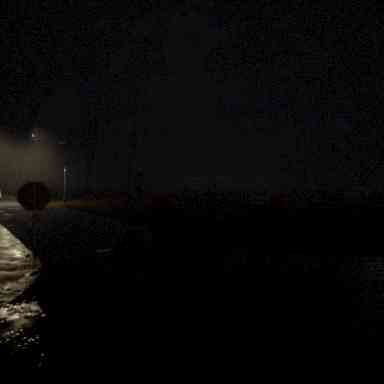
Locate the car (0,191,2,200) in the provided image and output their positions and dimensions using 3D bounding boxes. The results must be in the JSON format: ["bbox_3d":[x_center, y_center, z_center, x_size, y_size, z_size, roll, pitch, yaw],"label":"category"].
[{"bbox_3d":[-26.581,0.246,44.253,1.882,1.535,5.008,0,2,-35],"label":"car"}]
